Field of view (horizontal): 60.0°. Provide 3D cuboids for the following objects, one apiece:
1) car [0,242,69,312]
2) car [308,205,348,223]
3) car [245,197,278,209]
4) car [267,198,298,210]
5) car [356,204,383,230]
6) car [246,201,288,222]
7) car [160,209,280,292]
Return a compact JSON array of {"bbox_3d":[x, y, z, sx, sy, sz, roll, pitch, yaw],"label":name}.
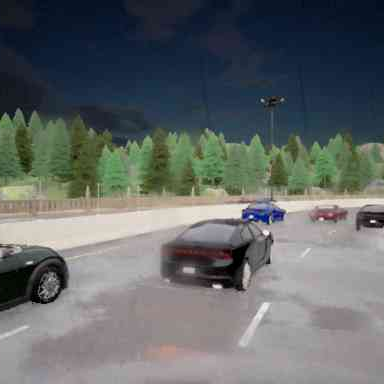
[{"bbox_3d":[-4.304,1.351,5.696,2.097,1.767,4.553,0,0,21],"label":"car"},{"bbox_3d":[10.450,1.600,25.219,1.895,1.301,4.718,0,0,36],"label":"car"},{"bbox_3d":[9.646,1.479,45.924,5.008,1.535,1.882,0,0,-45],"label":"car"},{"bbox_3d":[11.725,1.525,43.046,1.812,1.442,4.674,0,0,45],"label":"car"},{"bbox_3d":[11.352,1.477,20.380,1.882,1.535,5.008,0,0,34],"label":"car"},{"bbox_3d":[5.244,1.477,23.855,1.882,1.535,5.008,0,0,33],"label":"car"},{"bbox_3d":[0.963,1.477,9.178,1.882,1.535,5.008,0,0,24],"label":"car"}]
